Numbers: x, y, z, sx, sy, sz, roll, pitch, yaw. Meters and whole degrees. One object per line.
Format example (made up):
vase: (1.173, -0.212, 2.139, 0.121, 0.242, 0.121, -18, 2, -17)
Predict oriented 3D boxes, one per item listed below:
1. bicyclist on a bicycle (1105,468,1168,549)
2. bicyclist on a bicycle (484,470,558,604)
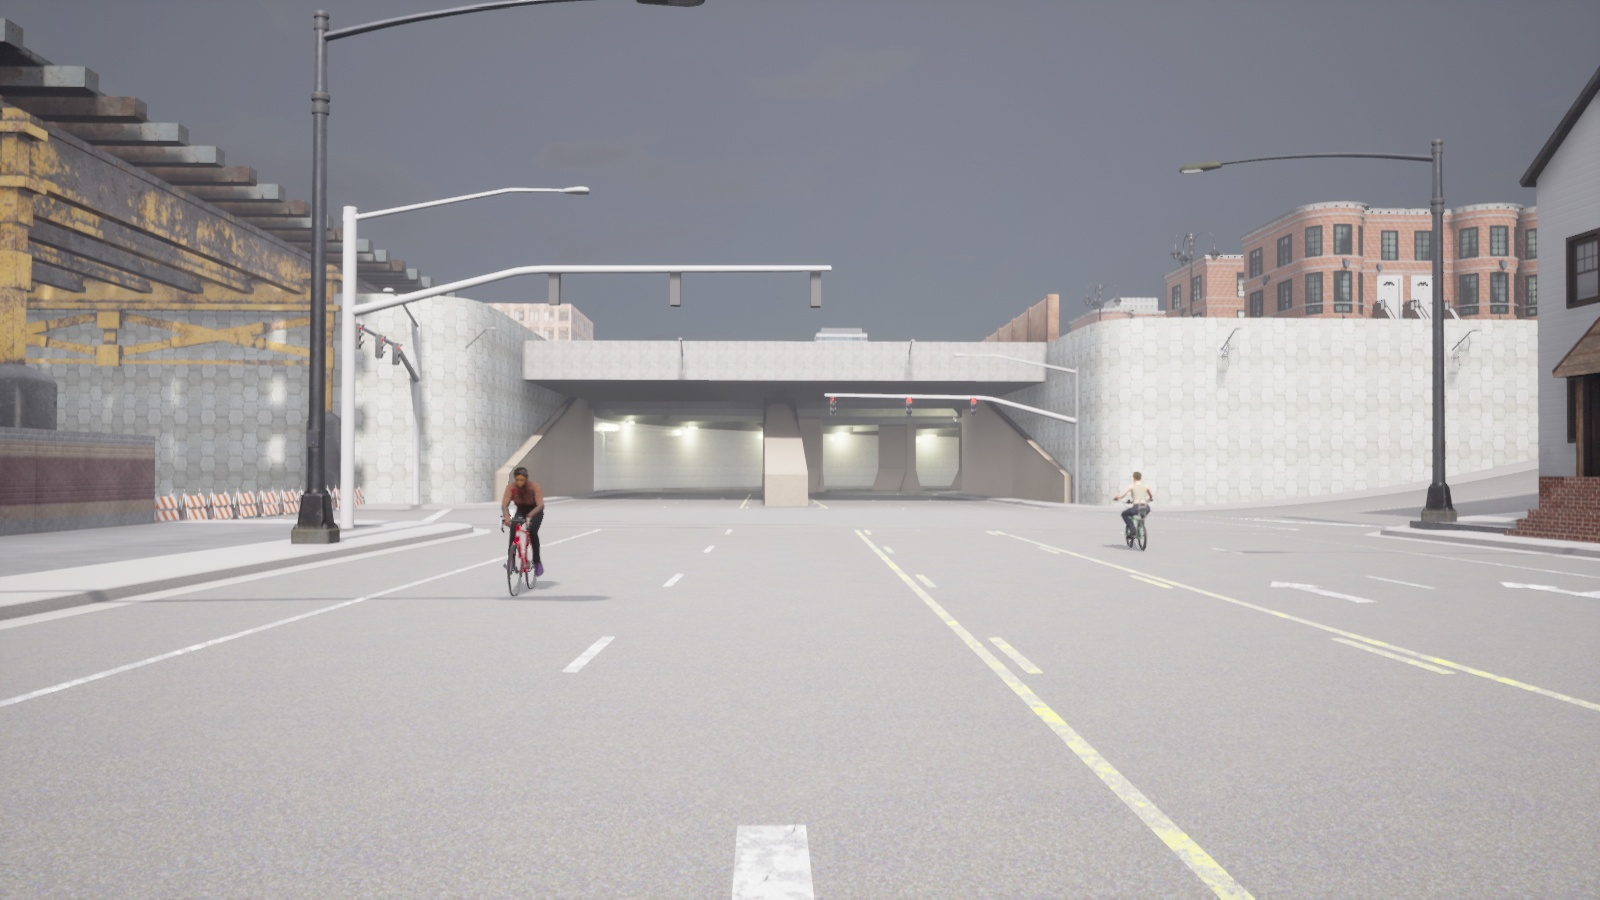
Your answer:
bicyclist on a bicycle: (6.933, 1.185, 25.967, 0.866, 1.612, 1.509, 0, -1, -1)
bicyclist on a bicycle: (-3.546, 1.068, 16.063, 0.582, 1.620, 1.656, 0, -1, 0)
